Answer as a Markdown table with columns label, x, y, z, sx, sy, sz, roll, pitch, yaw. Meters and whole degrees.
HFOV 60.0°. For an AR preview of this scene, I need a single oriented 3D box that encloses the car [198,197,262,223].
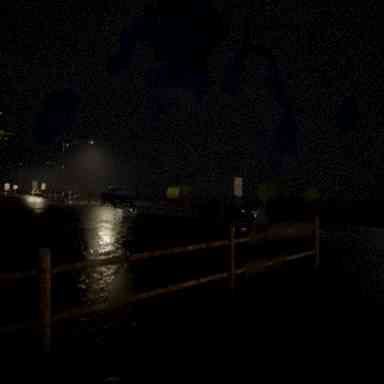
| label | x | y | z | sx | sy | sz | roll | pitch | yaw |
| --- | --- | --- | --- | --- | --- | --- | --- | --- | --- |
| car | 2.322 | 1.067 | 21.380 | 2.128 | 1.511 | 4.902 | 0 | 1 | -35 |

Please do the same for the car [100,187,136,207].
| label | x | y | z | sx | sy | sz | roll | pitch | yaw |
| --- | --- | --- | --- | --- | --- | --- | --- | --- | --- |
| car | -8.043 | 0.450 | 35.875 | 2.150 | 2.045 | 5.566 | 0 | 1 | -36 |

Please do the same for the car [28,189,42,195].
| label | x | y | z | sx | sy | sz | roll | pitch | yaw |
| --- | --- | --- | --- | --- | --- | --- | --- | --- | --- |
| car | -39.494 | -0.045 | 84.433 | 1.882 | 1.535 | 5.008 | 0 | 0 | -33 |

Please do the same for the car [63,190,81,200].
| label | x | y | z | sx | sy | sz | roll | pitch | yaw |
| --- | --- | --- | --- | --- | --- | --- | --- | --- | --- |
| car | -18.212 | 0.470 | 50.243 | 1.812 | 1.442 | 4.674 | 0 | 1 | -36 |
